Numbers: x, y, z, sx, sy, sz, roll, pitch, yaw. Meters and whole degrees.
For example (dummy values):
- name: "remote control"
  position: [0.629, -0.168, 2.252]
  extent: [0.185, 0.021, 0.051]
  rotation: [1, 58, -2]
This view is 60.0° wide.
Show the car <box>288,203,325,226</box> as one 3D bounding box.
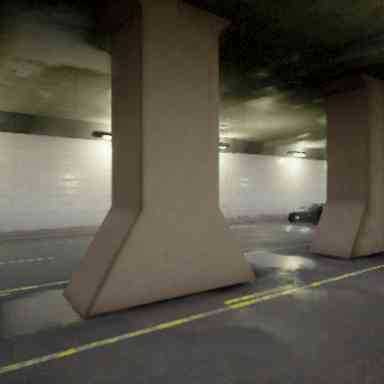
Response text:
- name: "car"
  position: [8.550, 1.490, 22.984]
  extent: [4.181, 1.385, 1.994]
  rotation: [0, 0, -35]
